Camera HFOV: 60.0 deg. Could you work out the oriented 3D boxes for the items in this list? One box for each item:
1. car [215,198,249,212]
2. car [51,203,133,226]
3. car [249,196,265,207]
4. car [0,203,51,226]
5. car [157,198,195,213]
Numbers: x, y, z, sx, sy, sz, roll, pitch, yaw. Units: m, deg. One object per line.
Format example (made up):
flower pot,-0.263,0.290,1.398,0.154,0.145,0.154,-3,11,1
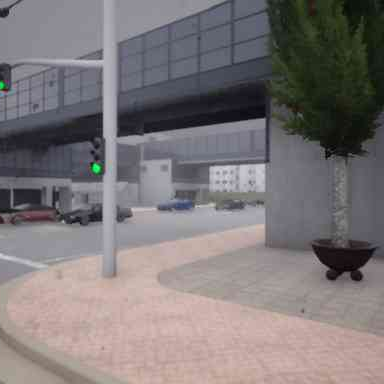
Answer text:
car,4.384,1.446,38.027,1.812,1.442,4.674,0,0,36
car,-6.511,1.466,23.019,2.033,1.411,5.357,0,0,36
car,9.654,1.421,51.124,2.128,1.511,4.902,0,0,36
car,-11.099,1.468,22.652,1.994,1.385,4.181,0,0,36
car,-1.661,1.382,35.673,1.882,1.535,5.008,0,0,36
